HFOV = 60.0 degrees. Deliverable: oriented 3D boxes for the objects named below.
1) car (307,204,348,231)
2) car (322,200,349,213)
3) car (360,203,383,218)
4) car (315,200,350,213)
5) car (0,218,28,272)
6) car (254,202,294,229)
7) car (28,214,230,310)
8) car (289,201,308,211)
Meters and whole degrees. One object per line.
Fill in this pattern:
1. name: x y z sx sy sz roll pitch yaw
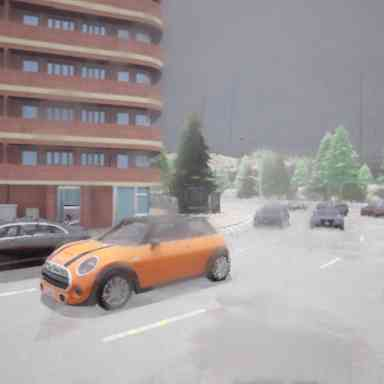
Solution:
1. car: 8.979 1.726 22.005 1.994 1.385 4.181 0 0 23
2. car: 15.252 1.760 36.126 2.128 1.511 4.902 0 0 2
3. car: 18.654 1.838 33.521 1.994 1.385 4.181 0 0 4
4. car: 18.281 1.800 43.539 1.882 1.535 5.008 0 0 -7
5. car: -5.142 1.507 9.197 4.902 1.511 2.128 1 0 -39
6. car: 5.610 1.654 23.005 1.837 1.490 4.892 0 -1 24
7. car: -1.138 1.385 8.063 4.553 1.767 2.097 1 0 -44
8. car: 14.215 1.914 46.295 1.895 1.301 4.718 0 0 -13
